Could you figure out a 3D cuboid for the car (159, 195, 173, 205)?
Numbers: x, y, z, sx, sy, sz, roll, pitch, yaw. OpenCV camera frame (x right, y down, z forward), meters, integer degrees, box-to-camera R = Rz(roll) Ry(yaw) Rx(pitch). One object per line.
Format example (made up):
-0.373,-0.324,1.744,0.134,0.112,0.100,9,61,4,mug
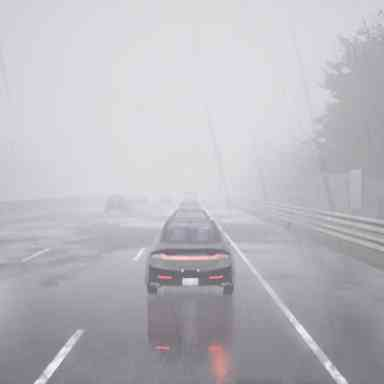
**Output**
-3.772,1.093,48.495,2.033,1.411,5.357,0,0,0,car

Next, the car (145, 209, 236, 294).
-0.043,1.410,8.522,2.128,1.511,4.902,0,1,0,car

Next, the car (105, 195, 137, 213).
-7.135,1.041,33.033,2.097,1.767,4.553,0,0,-1,car

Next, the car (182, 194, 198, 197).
-0.166,1.222,36.348,1.994,1.385,4.181,0,0,0,car

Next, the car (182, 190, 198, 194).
-0.268,0.775,47.783,2.150,2.045,5.566,0,1,0,car

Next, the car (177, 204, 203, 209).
-0.091,1.456,15.395,1.895,1.301,4.718,0,1,0,car

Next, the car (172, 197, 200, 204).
-0.167,1.315,24.822,2.033,1.411,5.357,0,1,-1,car

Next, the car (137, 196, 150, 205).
-7.259,1.152,47.860,1.895,1.301,4.718,0,1,0,car
